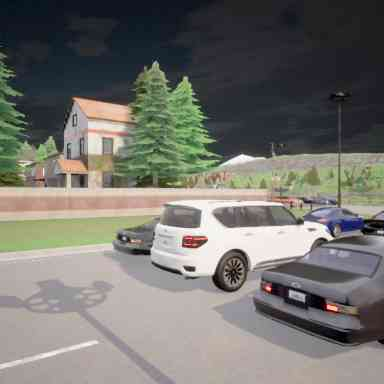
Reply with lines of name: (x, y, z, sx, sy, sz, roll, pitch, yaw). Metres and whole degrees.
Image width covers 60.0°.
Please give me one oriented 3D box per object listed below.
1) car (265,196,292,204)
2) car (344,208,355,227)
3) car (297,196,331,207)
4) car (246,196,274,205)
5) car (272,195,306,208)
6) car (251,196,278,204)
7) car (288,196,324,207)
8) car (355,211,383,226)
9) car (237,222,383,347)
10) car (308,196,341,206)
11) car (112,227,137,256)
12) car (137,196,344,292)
car: (16.707, 1.489, 64.344, 2.128, 1.511, 4.902, 0, 0, -35)
car: (7.652, 1.526, 17.793, 4.674, 1.442, 1.812, 0, 0, -35)
car: (19.785, 1.491, 54.027, 2.128, 1.511, 4.902, 0, 0, -36)
car: (11.980, 1.503, 58.865, 1.837, 1.490, 4.892, 0, 0, -36)
car: (14.383, 1.352, 49.545, 2.097, 1.767, 4.553, 0, 0, -36)
car: (13.645, 1.477, 62.572, 1.882, 1.535, 5.008, 0, 0, -35)
car: (17.474, 1.478, 51.243, 1.882, 1.535, 5.008, 0, 0, -36)
car: (9.660, 1.478, 14.926, 5.008, 1.535, 1.882, 0, 0, -35)
car: (3.549, 1.547, 6.277, 5.357, 1.411, 2.033, 0, 0, -36)
car: (22.355, 1.477, 56.454, 1.882, 1.535, 5.008, 0, 0, -36)
car: (-0.151, 1.547, 12.231, 5.357, 1.411, 2.033, 0, 0, -36)
car: (1.569, 1.221, 9.166, 5.566, 2.045, 2.150, 0, 0, -36)
